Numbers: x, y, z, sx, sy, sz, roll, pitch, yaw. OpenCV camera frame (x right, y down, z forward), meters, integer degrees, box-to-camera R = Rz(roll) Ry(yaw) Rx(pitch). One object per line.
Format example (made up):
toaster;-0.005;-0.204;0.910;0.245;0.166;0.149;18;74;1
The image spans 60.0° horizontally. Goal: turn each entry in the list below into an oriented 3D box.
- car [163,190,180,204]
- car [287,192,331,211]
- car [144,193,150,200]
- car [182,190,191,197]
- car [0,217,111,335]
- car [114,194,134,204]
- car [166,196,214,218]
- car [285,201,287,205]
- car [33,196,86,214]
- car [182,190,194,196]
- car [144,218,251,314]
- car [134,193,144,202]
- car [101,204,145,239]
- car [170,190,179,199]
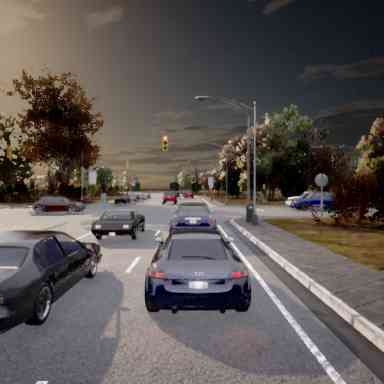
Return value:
car;-3.593;0.871;55.028;2.150;2.045;5.566;0;0;-1
car;14.010;0.995;37.372;5.566;2.045;2.150;0;0;-3
car;-10.865;1.098;71.169;1.895;1.301;4.718;0;1;-1
car;-1.619;0.397;94.035;2.097;1.767;4.553;0;1;-7
car;-3.418;1.528;6.978;2.033;1.411;5.357;0;0;-1
car;-10.805;1.271;52.110;1.895;1.301;4.718;0;0;0
car;0.039;1.272;16.301;2.097;1.767;4.553;0;0;0
car;14.413;0.970;40.895;5.566;2.045;2.150;0;0;-3
car;-12.679;1.160;32.047;4.553;1.767;2.097;0;0;-3
car;-0.799;0.569;83.388;2.150;2.045;5.566;0;1;-4
car;0.079;1.541;7.668;1.994;1.385;4.181;0;0;-1
car;-10.819;1.092;61.212;2.128;1.511;4.902;0;0;0
car;-3.482;1.518;16.622;1.895;1.301;4.718;0;0;-1
car;-4.156;0.619;80.349;2.150;2.045;5.566;0;1;-3
